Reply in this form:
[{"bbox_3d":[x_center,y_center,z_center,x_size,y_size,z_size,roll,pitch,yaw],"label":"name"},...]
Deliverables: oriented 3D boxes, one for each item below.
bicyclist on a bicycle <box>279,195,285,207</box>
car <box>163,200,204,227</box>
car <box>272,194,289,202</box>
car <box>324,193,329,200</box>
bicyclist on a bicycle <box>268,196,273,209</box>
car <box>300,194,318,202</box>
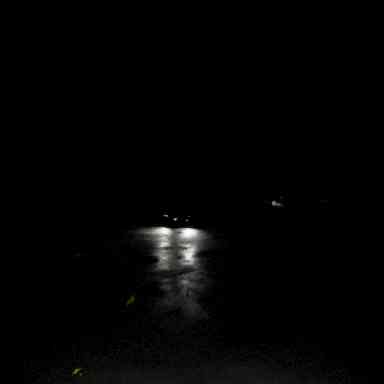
[{"bbox_3d":[12.365,1.202,45.890,0.866,1.612,1.509,2,1,27],"label":"bicyclist on a bicycle"},{"bbox_3d":[-0.442,1.341,21.823,1.837,1.490,4.892,1,0,13],"label":"car"},{"bbox_3d":[15.648,1.057,58.872,1.994,1.385,4.181,3,2,34],"label":"car"},{"bbox_3d":[30.312,0.961,71.967,1.837,1.490,4.892,4,3,43],"label":"car"},{"bbox_3d":[9.350,1.268,39.544,0.582,1.620,1.656,2,1,23],"label":"bicyclist on a bicycle"},{"bbox_3d":[22.015,1.040,62.501,1.882,1.535,5.008,3,3,39],"label":"car"}]
